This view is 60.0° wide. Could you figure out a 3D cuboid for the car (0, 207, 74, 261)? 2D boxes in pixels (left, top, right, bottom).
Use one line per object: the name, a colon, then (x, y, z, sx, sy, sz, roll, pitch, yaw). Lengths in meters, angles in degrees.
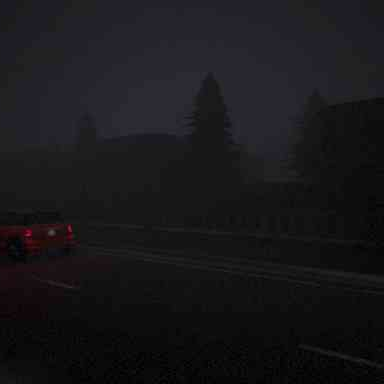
car: (-6.658, 1.455, 12.880, 4.553, 1.767, 2.097, -1, 0, 35)
